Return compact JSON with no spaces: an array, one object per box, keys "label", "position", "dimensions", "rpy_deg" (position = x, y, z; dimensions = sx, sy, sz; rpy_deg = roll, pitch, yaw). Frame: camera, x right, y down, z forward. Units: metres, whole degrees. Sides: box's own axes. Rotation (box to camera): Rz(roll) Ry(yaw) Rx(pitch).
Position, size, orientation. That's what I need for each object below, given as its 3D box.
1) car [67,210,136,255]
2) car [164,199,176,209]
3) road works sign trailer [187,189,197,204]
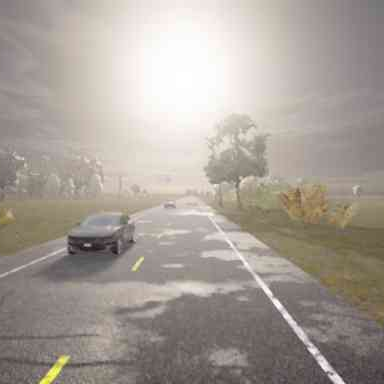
[{"label":"car","position":[-3.596,1.580,13.972],"dimensions":[1.882,1.535,5.008],"rpy_deg":[0,0,0]},{"label":"car","position":[-3.549,1.919,54.302],"dimensions":[1.837,1.490,4.892],"rpy_deg":[0,0,0]},{"label":"road works sign trailer","position":[0.024,1.100,80.586],"dimensions":[2.380,3.560,2.880],"rpy_deg":[0,0,0]}]
